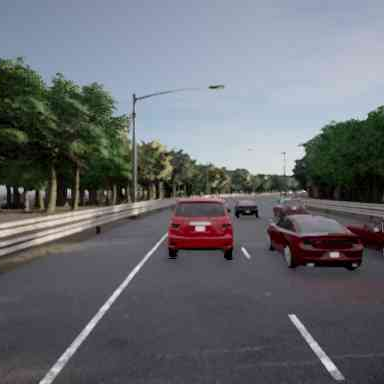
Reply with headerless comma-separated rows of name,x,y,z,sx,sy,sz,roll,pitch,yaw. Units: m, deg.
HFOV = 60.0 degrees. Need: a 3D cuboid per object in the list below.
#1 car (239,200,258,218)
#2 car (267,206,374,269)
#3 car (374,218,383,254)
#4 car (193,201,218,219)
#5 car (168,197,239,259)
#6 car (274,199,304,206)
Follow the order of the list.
car,4.854,1.464,30.236,1.882,1.535,5.008,0,0,5
car,3.795,1.474,11.140,1.882,1.535,5.008,0,0,2
car,7.334,1.600,12.177,1.895,1.301,4.718,0,0,2
car,1.271,1.549,29.309,1.994,1.385,4.181,0,0,4
car,0.351,1.214,12.797,2.150,2.045,5.566,0,0,2
car,8.211,1.342,28.258,2.097,1.767,4.553,0,0,4
